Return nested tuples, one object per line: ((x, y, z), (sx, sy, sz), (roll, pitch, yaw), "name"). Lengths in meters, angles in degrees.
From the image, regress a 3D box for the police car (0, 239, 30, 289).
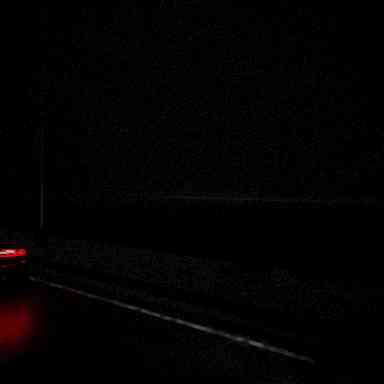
((-5.986, 1.448, 7.835), (4.974, 1.542, 2.038), (0, 0, 36), "police car")

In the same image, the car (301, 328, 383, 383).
((2.969, 1.444, 1.444), (4.856, 1.649, 2.033), (0, 0, 36), "car")
